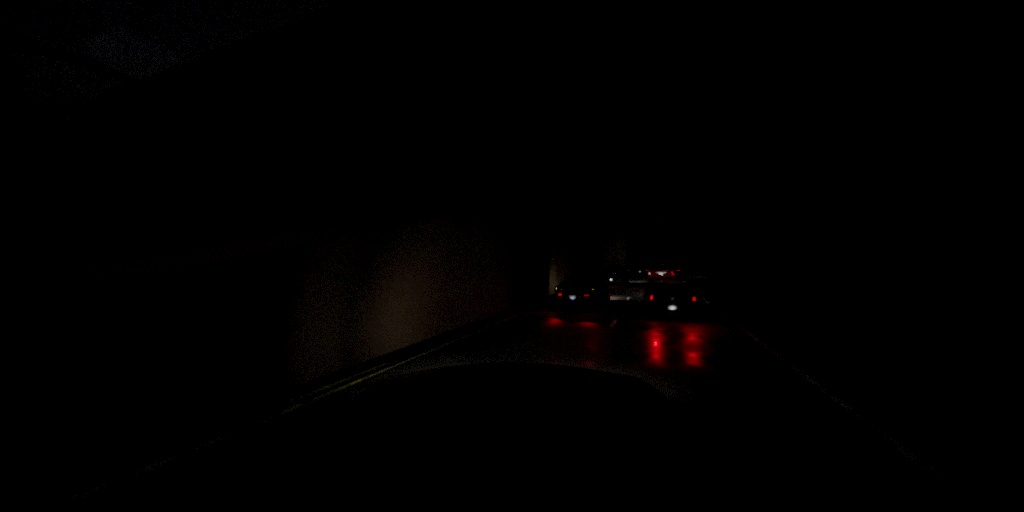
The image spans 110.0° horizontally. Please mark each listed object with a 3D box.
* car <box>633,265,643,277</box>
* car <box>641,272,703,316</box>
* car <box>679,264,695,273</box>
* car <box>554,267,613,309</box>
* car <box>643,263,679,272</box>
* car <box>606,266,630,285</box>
[{"bbox_3d":[15.478,1.716,40.970,1.994,1.385,4.181,-1,-1,44],"label":"car"},{"bbox_3d":[6.213,1.477,14.154,1.895,1.301,4.718,0,-1,21],"label":"car"},{"bbox_3d":[18.209,1.633,38.776,1.837,1.490,4.892,-1,0,44],"label":"car"},{"bbox_3d":[3.185,1.424,16.011,1.812,1.442,4.674,0,0,22],"label":"car"},{"bbox_3d":[11.776,1.371,28.263,2.097,1.767,4.553,0,-1,24],"label":"car"},{"bbox_3d":[8.538,1.544,29.591,1.837,1.490,4.892,0,0,24],"label":"car"}]
